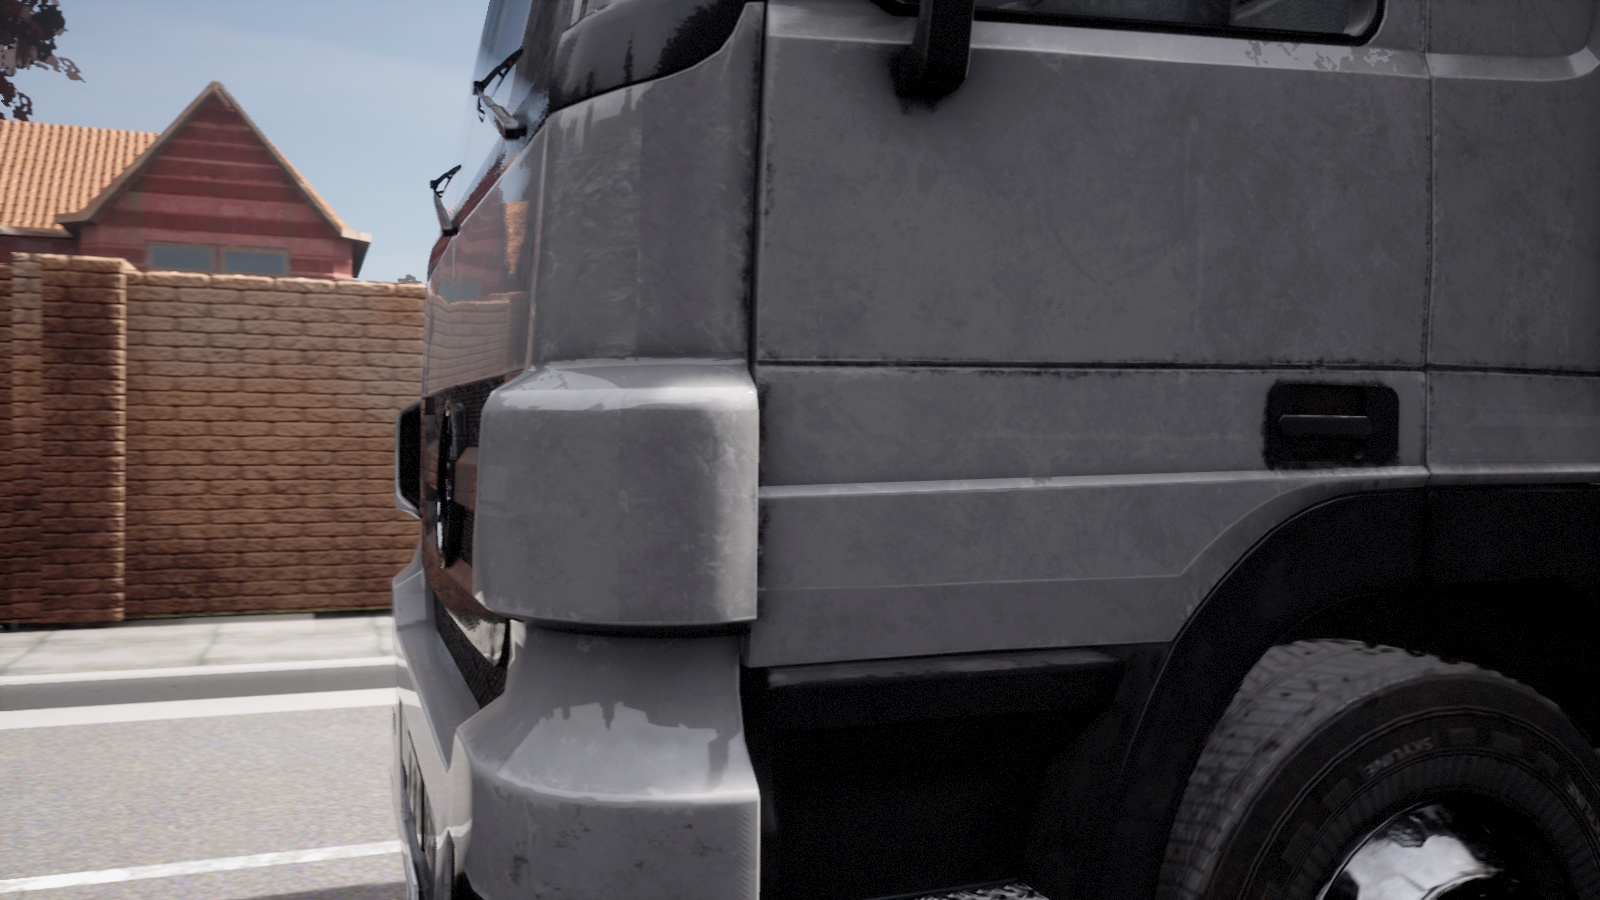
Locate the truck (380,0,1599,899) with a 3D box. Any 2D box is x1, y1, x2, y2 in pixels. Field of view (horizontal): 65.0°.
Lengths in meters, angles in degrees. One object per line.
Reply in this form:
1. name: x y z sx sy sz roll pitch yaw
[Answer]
1. truck: 2.824 -0.284 4.299 7.936 3.462 2.891 -1 1 -21
